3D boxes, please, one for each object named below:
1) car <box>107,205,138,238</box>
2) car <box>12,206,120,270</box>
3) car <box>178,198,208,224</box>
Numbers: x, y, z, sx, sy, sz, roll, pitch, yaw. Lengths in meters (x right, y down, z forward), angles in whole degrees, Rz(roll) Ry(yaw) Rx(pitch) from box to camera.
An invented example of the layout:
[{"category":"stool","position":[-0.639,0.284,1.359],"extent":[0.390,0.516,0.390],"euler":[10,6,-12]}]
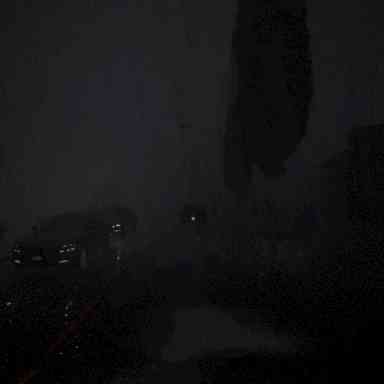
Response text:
[{"category":"car","position":[-4.050,1.456,17.482],"extent":[1.837,1.490,4.892],"euler":[0,0,1]},{"category":"car","position":[-4.006,1.447,11.108],"extent":[1.882,1.535,5.008],"euler":[0,0,0]},{"category":"car","position":[0.087,1.441,23.985],"extent":[1.837,1.490,4.892],"euler":[0,1,0]}]
